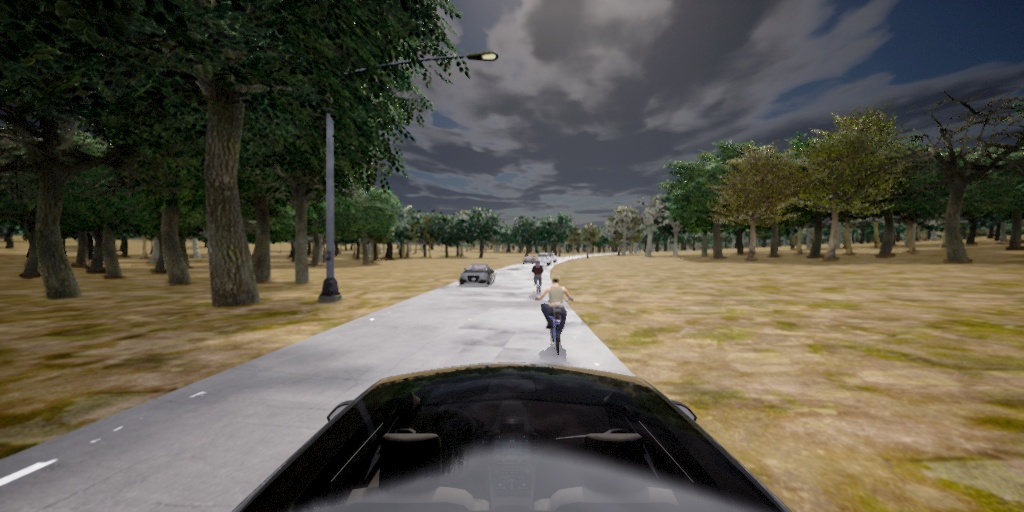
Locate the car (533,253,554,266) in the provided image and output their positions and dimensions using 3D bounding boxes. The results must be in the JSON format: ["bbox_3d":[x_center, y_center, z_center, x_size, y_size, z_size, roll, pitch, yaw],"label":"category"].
[{"bbox_3d":[5.332,0.538,60.236,2.150,2.045,5.566,0,1,10],"label":"car"}]

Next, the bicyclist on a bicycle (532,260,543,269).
[{"bbox_3d":[1.305,1.074,18.195,0.659,1.776,1.843,0,1,3],"label":"bicyclist on a bicycle"}]

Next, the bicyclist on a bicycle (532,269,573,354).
[{"bbox_3d":[0.931,1.176,7.765,0.866,1.612,1.509,0,1,1],"label":"bicyclist on a bicycle"}]

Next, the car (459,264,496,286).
[{"bbox_3d":[-2.259,1.226,24.152,1.994,1.385,4.181,0,0,4],"label":"car"}]
